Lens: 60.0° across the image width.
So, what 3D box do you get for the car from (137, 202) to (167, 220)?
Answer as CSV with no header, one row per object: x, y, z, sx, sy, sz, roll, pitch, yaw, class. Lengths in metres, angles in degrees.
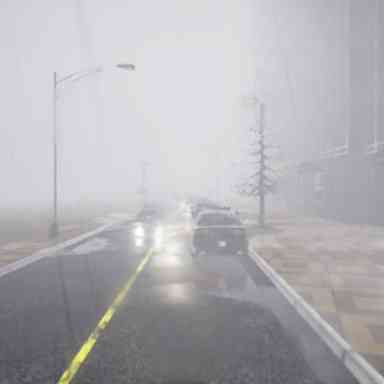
-3.093,1.443,26.080,1.895,1.301,4.718,0,0,0,car

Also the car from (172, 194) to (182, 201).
-2.994,1.108,67.467,1.812,1.442,4.674,0,0,0,car

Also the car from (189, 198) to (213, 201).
0.903,1.369,22.516,1.837,1.490,4.892,0,0,0,car

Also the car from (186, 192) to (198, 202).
0.011,0.966,63.542,2.097,1.767,4.553,0,0,0,car

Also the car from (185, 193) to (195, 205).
0.028,1.223,49.702,1.812,1.442,4.674,0,0,0,car

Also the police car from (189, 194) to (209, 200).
0.905,1.252,28.626,1.930,1.638,5.238,0,0,0,police car

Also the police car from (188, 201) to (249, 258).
0.902,1.348,12.626,1.930,1.638,5.238,0,0,0,police car
